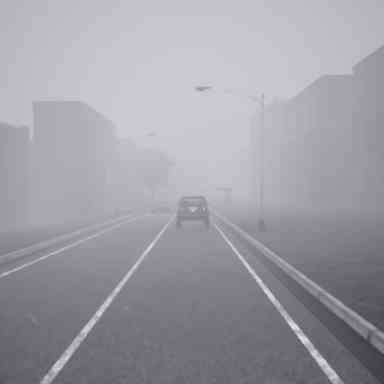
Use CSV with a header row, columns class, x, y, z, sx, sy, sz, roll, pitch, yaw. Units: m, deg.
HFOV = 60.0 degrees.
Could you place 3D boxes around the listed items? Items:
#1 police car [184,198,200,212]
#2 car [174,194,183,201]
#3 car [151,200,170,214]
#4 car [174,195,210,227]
class,x,y,z,sx,sy,sz,roll,pitch,yaw
police car,-0.028,1.574,41.446,1.930,1.638,5.238,0,0,0
car,-3.227,1.249,78.632,1.812,1.442,4.674,0,0,0
car,-3.462,1.650,37.088,1.812,1.442,4.674,0,0,0
car,0.048,1.277,23.302,2.150,2.045,5.566,0,-1,0
